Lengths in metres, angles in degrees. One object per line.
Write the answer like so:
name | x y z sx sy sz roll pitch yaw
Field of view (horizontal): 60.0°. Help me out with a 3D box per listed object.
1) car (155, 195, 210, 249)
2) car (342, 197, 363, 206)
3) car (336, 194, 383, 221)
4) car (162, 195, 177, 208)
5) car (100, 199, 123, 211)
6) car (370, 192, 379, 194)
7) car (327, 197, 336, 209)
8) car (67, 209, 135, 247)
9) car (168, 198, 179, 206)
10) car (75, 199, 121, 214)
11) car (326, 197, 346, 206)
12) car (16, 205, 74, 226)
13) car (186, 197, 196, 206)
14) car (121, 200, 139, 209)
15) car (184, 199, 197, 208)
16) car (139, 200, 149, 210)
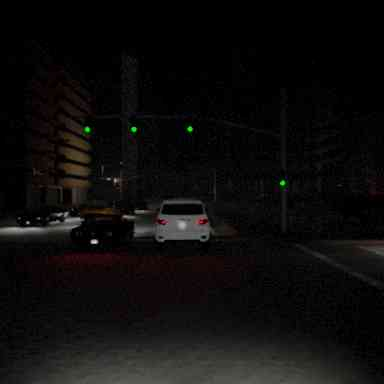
car | -0.396 1.304 15.009 2.150 2.045 5.566 0 0 -1
car | 28.223 1.630 58.609 1.784 1.438 3.905 0 0 1
car | 13.571 1.272 26.270 1.932 1.855 4.605 0 0 1
car | -3.729 1.528 55.563 2.150 2.045 5.566 0 0 1
car | -10.847 1.741 45.245 1.882 1.535 5.008 0 0 1
car | 30.906 1.415 58.629 1.932 1.855 4.605 0 0 1
car | 19.379 1.597 43.613 1.970 1.475 3.806 0 0 1
car | -3.898 1.691 15.411 1.895 1.301 4.718 0 0 -1
car | -3.649 1.862 65.197 1.837 1.490 4.892 0 0 0
car | -7.566 1.638 27.223 1.882 1.535 5.008 0 0 1
car | 25.328 1.667 58.644 1.970 1.475 3.806 0 0 1
car | -11.087 1.703 25.169 2.033 1.411 5.357 0 0 0
car | -0.150 1.831 65.150 1.882 1.535 5.008 0 0 0
car | -7.475 1.715 36.494 1.837 1.490 4.892 0 0 1
car | -0.224 1.868 56.313 1.994 1.385 4.181 0 0 0
car | -7.315 1.815 47.102 2.033 1.411 5.357 0 0 1
